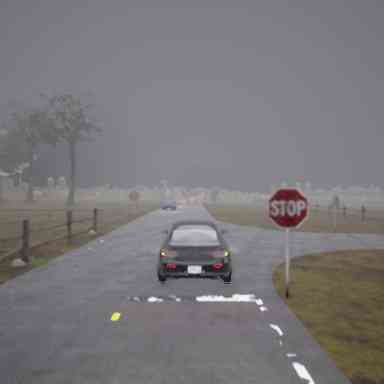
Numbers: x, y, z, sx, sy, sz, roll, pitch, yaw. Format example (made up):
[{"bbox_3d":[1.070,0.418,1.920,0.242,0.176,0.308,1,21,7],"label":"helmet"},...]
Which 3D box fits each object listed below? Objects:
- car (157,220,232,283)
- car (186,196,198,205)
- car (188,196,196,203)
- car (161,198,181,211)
[{"bbox_3d":[0.072,1.528,9.588,1.812,1.442,4.674,0,0,0],"label":"car"},{"bbox_3d":[0.014,1.516,63.288,2.097,1.767,4.553,0,0,0],"label":"car"},{"bbox_3d":[0.016,1.558,73.256,1.882,1.535,5.008,0,0,0],"label":"car"},{"bbox_3d":[-2.835,1.621,42.367,2.033,1.411,5.357,0,0,0],"label":"car"}]
